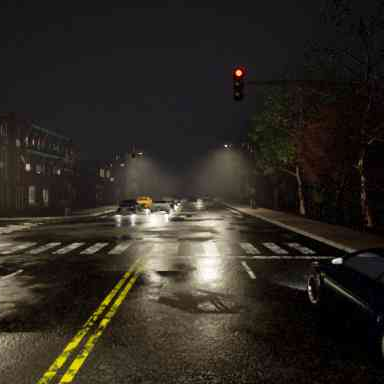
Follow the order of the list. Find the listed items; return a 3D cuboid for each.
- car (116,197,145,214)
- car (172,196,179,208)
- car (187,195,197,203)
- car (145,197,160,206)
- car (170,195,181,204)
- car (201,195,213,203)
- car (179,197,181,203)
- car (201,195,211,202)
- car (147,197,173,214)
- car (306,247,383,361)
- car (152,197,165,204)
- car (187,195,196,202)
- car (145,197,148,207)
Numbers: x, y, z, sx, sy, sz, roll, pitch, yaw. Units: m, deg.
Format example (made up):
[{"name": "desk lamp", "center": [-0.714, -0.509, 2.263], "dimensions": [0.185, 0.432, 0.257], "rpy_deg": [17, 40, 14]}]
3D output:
[{"name": "car", "center": [-6.692, 1.515, 35.818], "dimensions": [1.812, 1.442, 4.674], "rpy_deg": [0, 0, 2]}, {"name": "car", "center": [-3.361, 1.478, 45.711], "dimensions": [2.128, 1.511, 4.902], "rpy_deg": [0, 0, 0]}, {"name": "car", "center": [0.070, 1.501, 67.558], "dimensions": [1.812, 1.442, 4.674], "rpy_deg": [0, 0, 0]}, {"name": "car", "center": [-6.602, 1.545, 55.798], "dimensions": [1.994, 1.385, 4.181], "rpy_deg": [0, 0, 0]}, {"name": "car", "center": [-3.313, 1.454, 66.580], "dimensions": [1.882, 1.535, 5.008], "rpy_deg": [0, 0, 0]}, {"name": "car", "center": [3.320, 1.467, 68.368], "dimensions": [2.128, 1.511, 4.902], "rpy_deg": [0, 0, 0]}, {"name": "car", "center": [-3.347, 1.582, 56.293], "dimensions": [1.895, 1.301, 4.718], "rpy_deg": [0, 0, 0]}, {"name": "car", "center": [3.212, 1.510, 78.552], "dimensions": [2.033, 1.411, 5.357], "rpy_deg": [0, 0, 0]}, {"name": "car", "center": [-3.359, 1.515, 35.987], "dimensions": [1.812, 1.442, 4.674], "rpy_deg": [0, 0, 0]}, {"name": "car", "center": [3.335, 1.563, 5.273], "dimensions": [1.994, 1.385, 4.181], "rpy_deg": [0, 0, 1]}, {"name": "car", "center": [-6.566, 1.577, 65.720], "dimensions": [1.895, 1.301, 4.718], "rpy_deg": [0, 0, 0]}, {"name": "car", "center": [-0.037, 1.494, 79.776], "dimensions": [2.128, 1.511, 4.902], "rpy_deg": [0, 0, 0]}, {"name": "car", "center": [-6.609, 1.463, 45.872], "dimensions": [1.882, 1.535, 5.008], "rpy_deg": [0, 0, 0]}]
